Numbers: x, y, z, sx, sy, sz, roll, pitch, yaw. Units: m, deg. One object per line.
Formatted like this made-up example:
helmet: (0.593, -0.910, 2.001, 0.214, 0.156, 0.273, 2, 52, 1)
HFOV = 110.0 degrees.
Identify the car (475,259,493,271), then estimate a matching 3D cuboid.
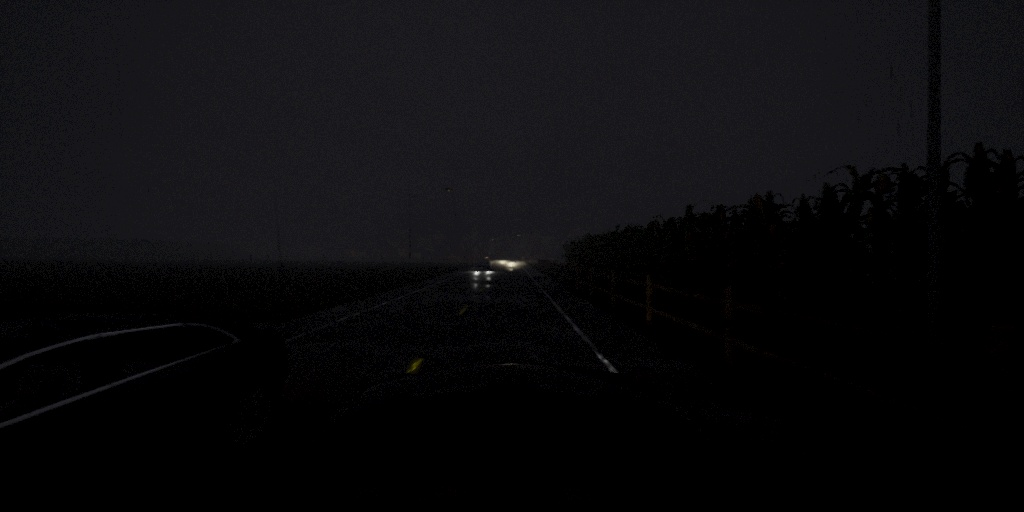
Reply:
car: (-3.583, 1.129, 45.083, 1.812, 1.442, 4.674, 0, 0, 0)

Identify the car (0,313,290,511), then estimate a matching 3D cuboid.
car: (-3.600, 1.239, 2.320, 2.128, 1.511, 4.902, 0, 0, 0)
